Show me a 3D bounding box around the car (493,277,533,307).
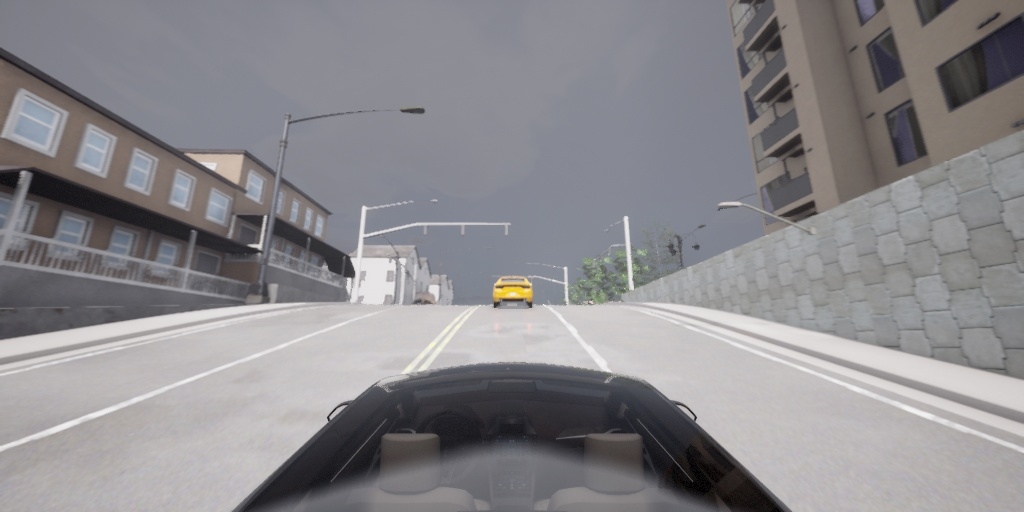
[{"bbox_3d":[0.059,1.839,18.769,1.882,1.535,5.008,0,-6,0],"label":"car"}]
